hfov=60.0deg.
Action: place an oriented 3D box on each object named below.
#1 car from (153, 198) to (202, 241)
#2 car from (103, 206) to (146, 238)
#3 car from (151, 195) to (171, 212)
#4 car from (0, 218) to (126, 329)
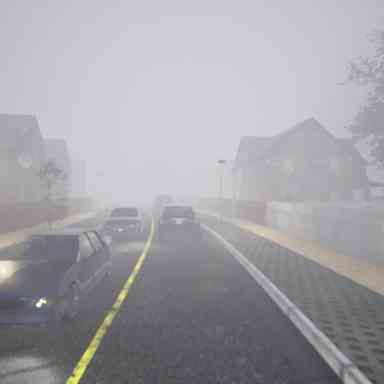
[{"bbox_3d":[-0.726,1.386,17.123,2.097,1.767,4.553,0,0,-4],"label":"car"},{"bbox_3d":[-3.558,1.541,17.971,1.837,1.490,4.892,0,0,-5],"label":"car"},{"bbox_3d":[-3.400,1.345,37.997,2.150,2.045,5.566,0,0,-10],"label":"car"},{"bbox_3d":[-3.024,1.560,7.468,2.033,1.411,5.357,0,0,-2],"label":"car"}]
